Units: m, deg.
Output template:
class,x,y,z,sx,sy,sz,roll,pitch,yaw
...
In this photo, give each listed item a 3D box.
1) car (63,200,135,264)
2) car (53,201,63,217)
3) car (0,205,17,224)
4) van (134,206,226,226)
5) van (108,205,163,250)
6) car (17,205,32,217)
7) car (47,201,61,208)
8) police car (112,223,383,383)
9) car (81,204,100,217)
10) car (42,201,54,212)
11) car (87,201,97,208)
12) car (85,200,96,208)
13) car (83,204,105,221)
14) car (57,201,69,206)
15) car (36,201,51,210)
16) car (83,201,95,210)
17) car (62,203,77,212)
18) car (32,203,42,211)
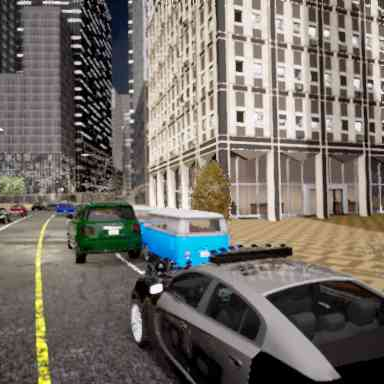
class,x,y,z,sx,sy,sz,roll,pitch,yaw
car,-3.585,1.403,12.977,2.150,2.045,5.566,0,-1,-24
car,-15.041,2.057,39.696,1.882,1.535,5.008,0,0,-18
car,-16.825,2.043,28.851,1.947,1.339,4.313,1,-1,-21
van,-0.411,1.468,10.647,1.690,1.788,3.998,1,-1,-25
van,-2.847,1.548,15.980,1.690,1.788,3.998,1,-1,-24
car,-20.658,2.218,39.528,1.802,1.307,4.206,1,-1,-19
car,-29.634,2.659,71.569,2.008,1.369,4.403,1,-1,-13
police car,0.640,1.469,4.076,1.930,1.638,5.238,0,-1,-26
car,-11.586,2.090,37.837,1.947,1.339,4.313,1,-1,-19
car,-22.177,2.371,53.124,1.994,1.385,4.181,0,-1,-16
car,-21.257,2.540,70.886,1.887,1.381,4.507,1,-1,-13
car,-19.928,2.359,65.404,1.967,1.590,4.097,1,-1,-14
car,-9.635,1.974,32.507,1.752,1.417,4.829,1,-1,-20
car,-31.807,2.813,82.164,2.008,1.369,4.403,0,-1,-11
car,-27.014,2.476,60.757,1.752,1.417,4.829,1,-1,-15
car,-18.491,2.406,59.900,1.947,1.339,4.313,1,-1,-15
car,-18.997,2.355,51.673,1.895,1.301,4.718,0,-1,-16
car,-25.626,2.441,55.613,1.947,1.339,4.313,1,-1,-16
